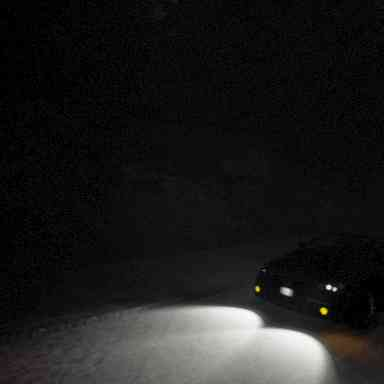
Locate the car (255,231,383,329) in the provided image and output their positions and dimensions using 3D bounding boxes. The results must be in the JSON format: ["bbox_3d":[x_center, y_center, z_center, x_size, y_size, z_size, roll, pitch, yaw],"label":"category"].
[{"bbox_3d":[3.297,1.551,6.932,4.181,1.385,1.994,0,0,-34],"label":"car"}]
